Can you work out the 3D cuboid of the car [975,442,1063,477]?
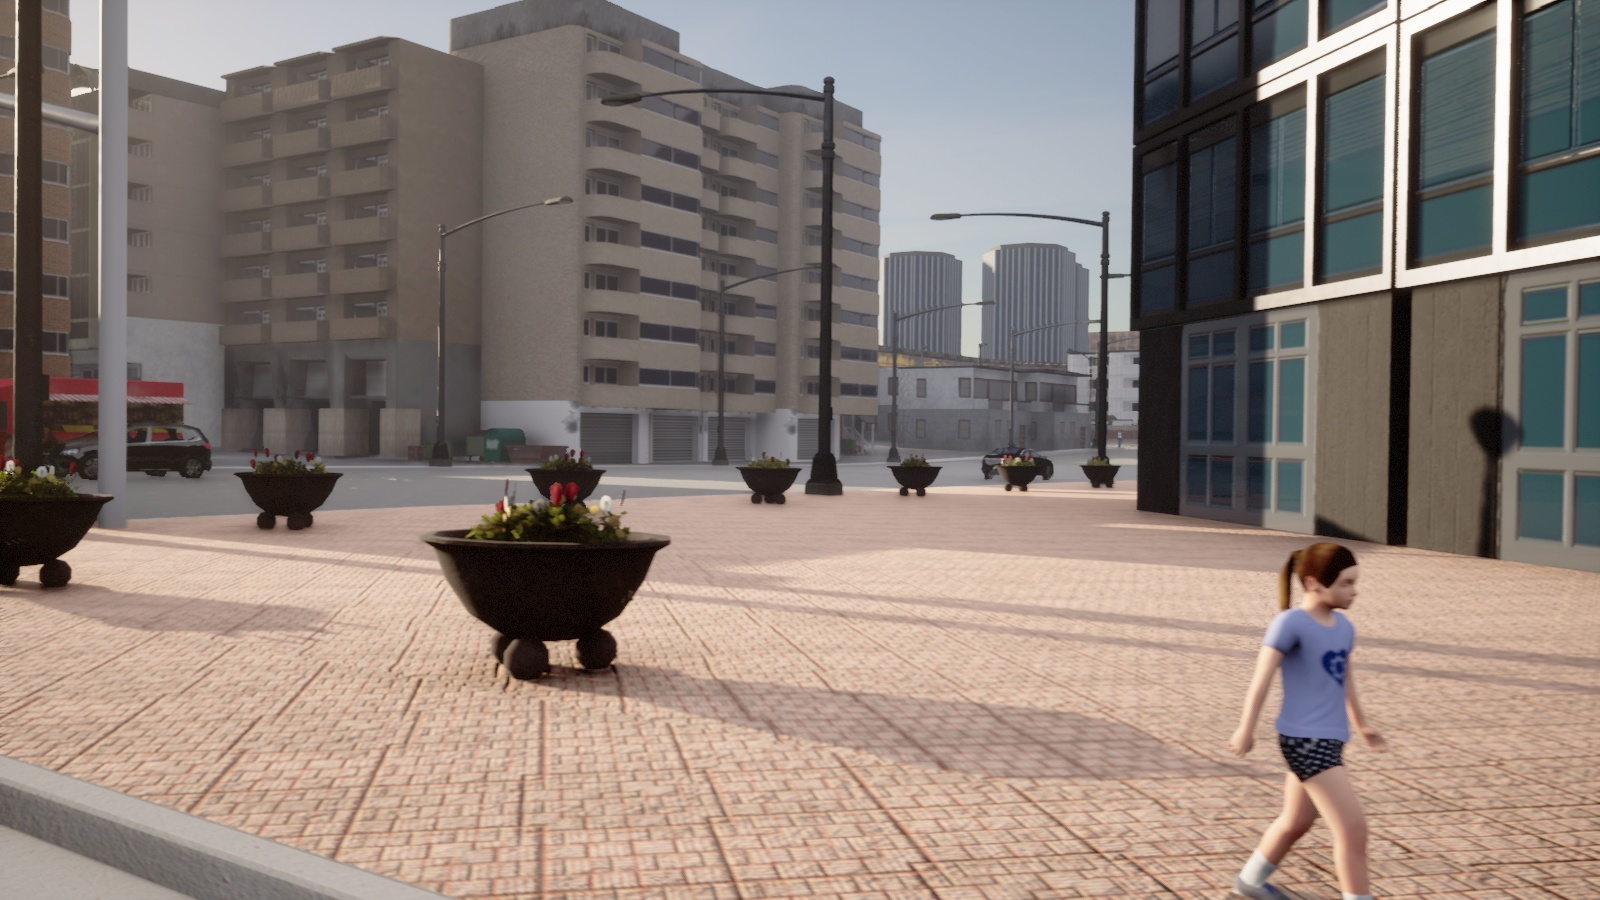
[{"bbox_3d":[9.916,0.396,56.645,2.128,1.511,4.902,0,0,33],"label":"car"}]

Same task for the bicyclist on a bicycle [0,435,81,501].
[{"bbox_3d":[-19.048,0.431,31.501,0.582,1.620,1.656,0,1,33],"label":"bicyclist on a bicycle"}]

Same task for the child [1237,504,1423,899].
[{"bbox_3d":[1.441,0.714,3.425,0.255,1.110,0.394,-1,1,-42],"label":"child"}]

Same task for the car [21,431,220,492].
[{"bbox_3d":[-19.791,0.290,36.752,2.242,1.667,4.611,0,0,33],"label":"car"}]
